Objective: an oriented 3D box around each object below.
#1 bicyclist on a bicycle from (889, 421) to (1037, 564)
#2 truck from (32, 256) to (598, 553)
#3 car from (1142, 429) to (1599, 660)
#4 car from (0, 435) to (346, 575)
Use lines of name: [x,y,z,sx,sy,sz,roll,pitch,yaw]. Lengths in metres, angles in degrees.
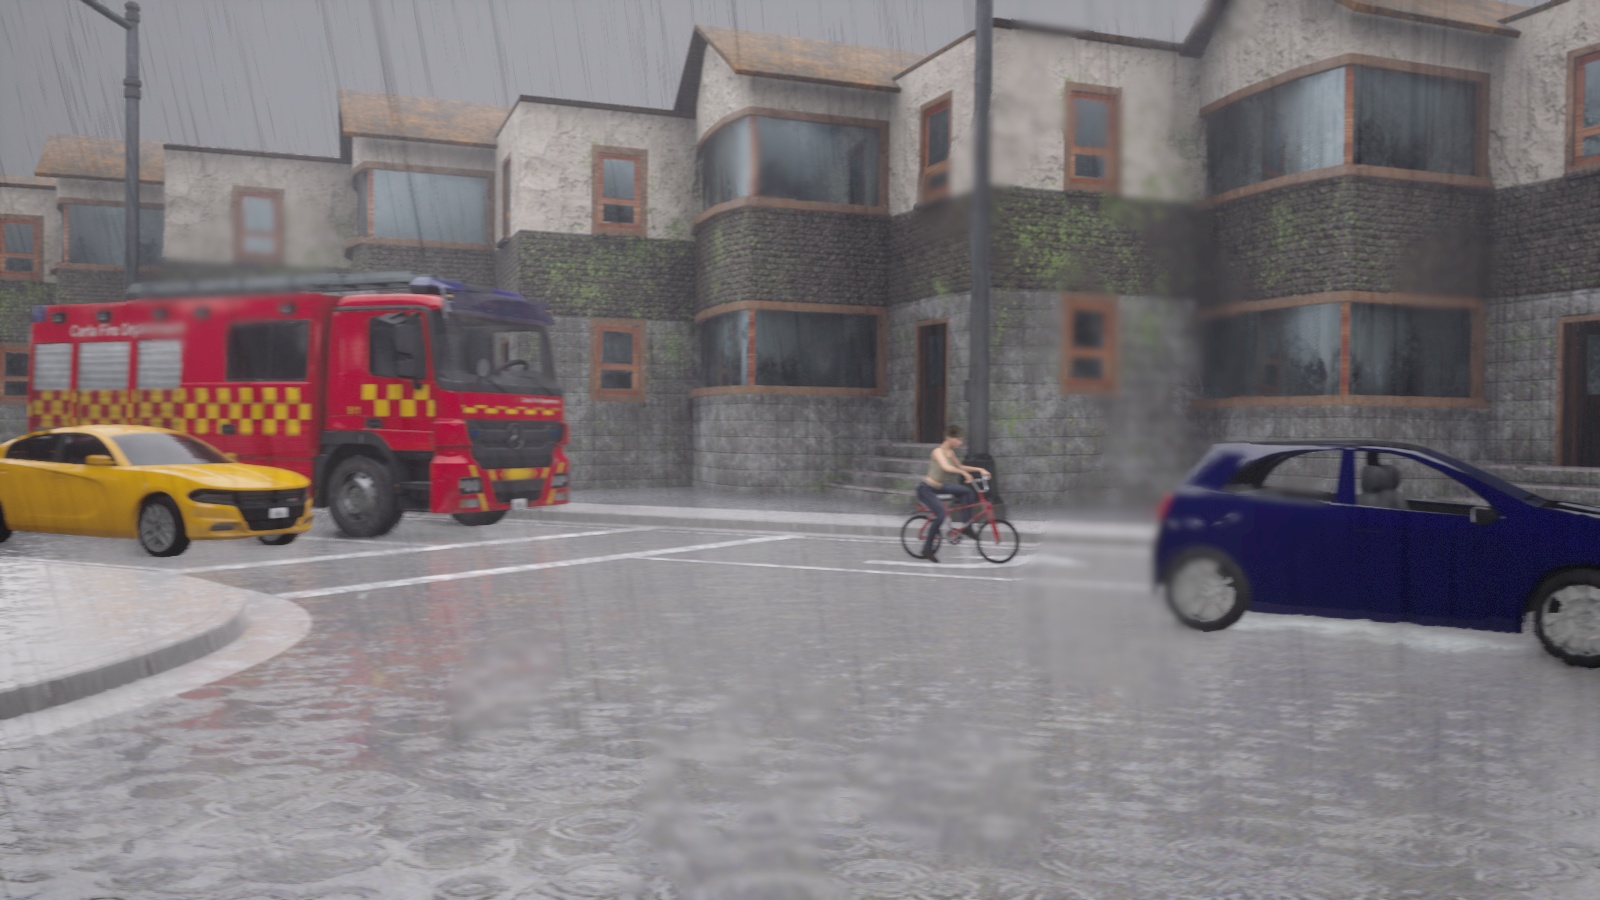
bicyclist on a bicycle: [1.929,0.472,14.829,1.509,1.612,0.866,0,1,27]
truck: [-7.512,-0.599,19.236,8.468,3.827,2.891,0,1,24]
car: [4.709,0.606,9.602,3.633,1.501,1.845,0,1,34]
car: [-8.336,0.609,15.798,5.008,1.535,1.882,0,1,24]
